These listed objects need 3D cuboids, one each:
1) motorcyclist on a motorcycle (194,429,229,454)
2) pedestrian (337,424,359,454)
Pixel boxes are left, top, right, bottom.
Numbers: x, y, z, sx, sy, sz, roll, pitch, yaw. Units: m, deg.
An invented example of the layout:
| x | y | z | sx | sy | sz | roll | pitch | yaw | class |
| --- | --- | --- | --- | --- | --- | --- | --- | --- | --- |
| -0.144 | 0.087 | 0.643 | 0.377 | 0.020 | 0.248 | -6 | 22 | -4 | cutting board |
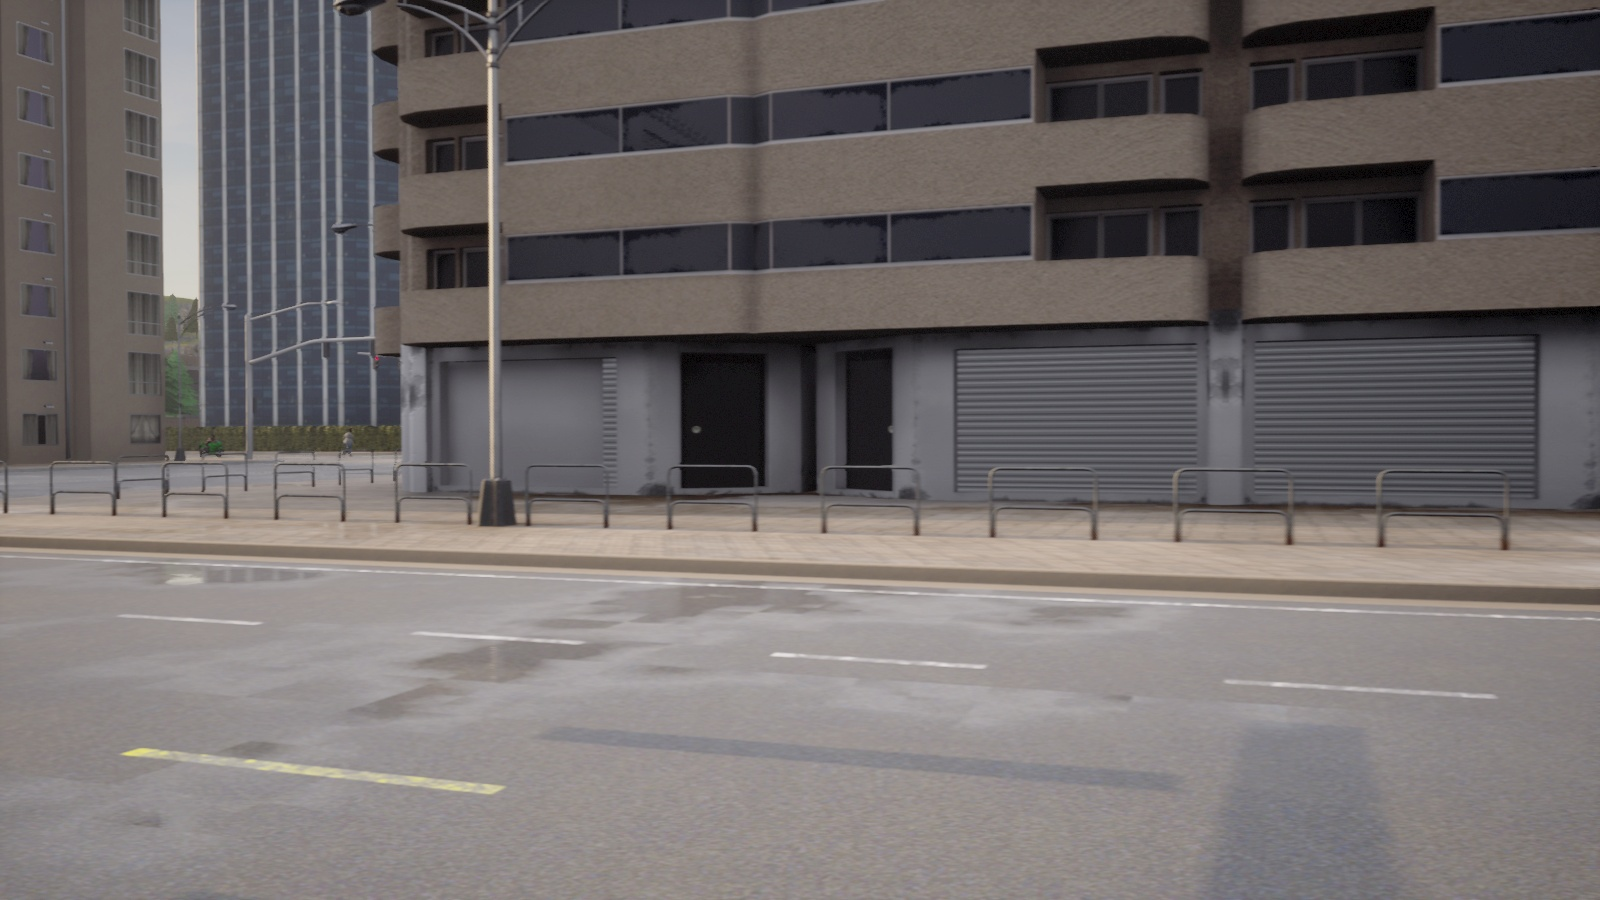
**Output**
| x | y | z | sx | sy | sz | roll | pitch | yaw | class |
| --- | --- | --- | --- | --- | --- | --- | --- | --- | --- |
| -37.236 | -0.547 | 79.473 | 2.044 | 1.523 | 0.797 | 1 | 1 | 19 | motorcyclist on a motorcycle |
| -27.655 | -0.680 | 76.894 | 0.874 | 1.855 | 0.900 | 1 | 1 | 30 | pedestrian |
